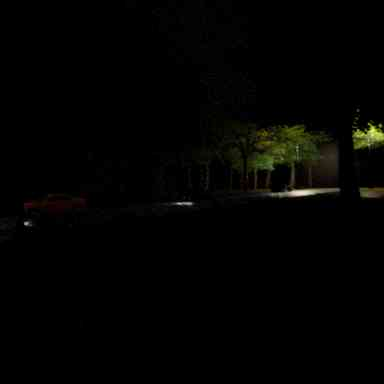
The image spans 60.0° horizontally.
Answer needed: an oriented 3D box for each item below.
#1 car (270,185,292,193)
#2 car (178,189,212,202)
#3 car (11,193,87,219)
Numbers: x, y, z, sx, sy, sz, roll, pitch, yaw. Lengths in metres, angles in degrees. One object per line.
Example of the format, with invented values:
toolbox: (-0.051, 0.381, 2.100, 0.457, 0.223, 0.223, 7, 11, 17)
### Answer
car: (14.547, -0.480, 54.297, 1.895, 1.301, 4.718, -1, 2, 38)
car: (0.389, 0.336, 36.140, 1.994, 1.385, 4.181, -1, 2, 38)
car: (-9.863, 0.900, 23.256, 1.882, 1.535, 5.008, -1, 2, 40)
